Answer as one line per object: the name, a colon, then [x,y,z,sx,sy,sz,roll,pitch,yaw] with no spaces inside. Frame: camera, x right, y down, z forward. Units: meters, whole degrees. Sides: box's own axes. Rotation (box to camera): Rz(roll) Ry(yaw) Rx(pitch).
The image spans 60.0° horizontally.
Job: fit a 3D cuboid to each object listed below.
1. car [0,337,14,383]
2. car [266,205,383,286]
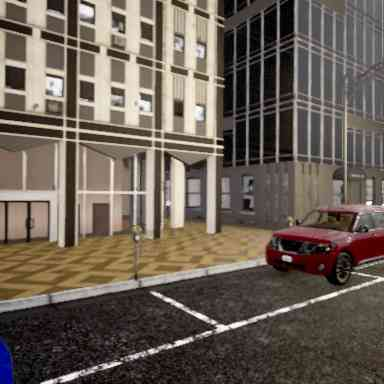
car: [-3.248,1.473,0.938,5.008,1.535,1.882,0,0,-35]
car: [4.402,1.333,9.689,5.009,1.841,2.192,0,0,-36]
